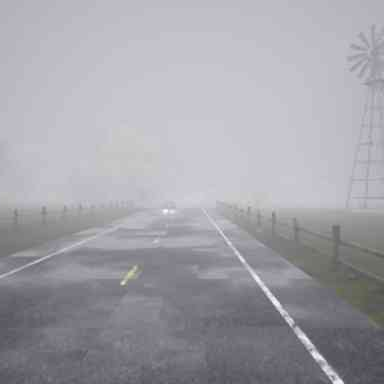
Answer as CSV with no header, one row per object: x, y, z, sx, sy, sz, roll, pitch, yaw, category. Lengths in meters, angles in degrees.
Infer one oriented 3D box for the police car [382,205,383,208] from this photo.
43.528,2.829,71.253,4.974,1.542,2.038,1,0,0,police car

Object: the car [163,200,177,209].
-3.510,1.989,53.522,2.128,1.511,4.902,0,-1,0,car
